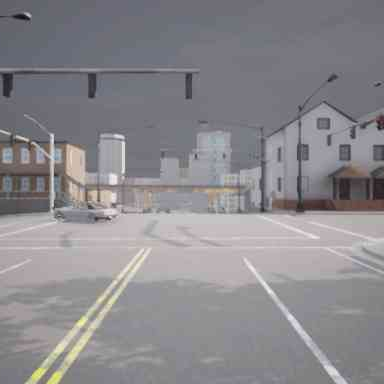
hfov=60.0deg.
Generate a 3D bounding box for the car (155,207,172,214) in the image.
[{"bbox_3d":[-3.633,2.722,42.822,2.128,1.511,4.902,0,-8,0],"label":"car"}]

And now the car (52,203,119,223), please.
[{"bbox_3d":[-7.873,1.482,24.452,4.718,1.301,1.895,0,0,22],"label":"car"}]
